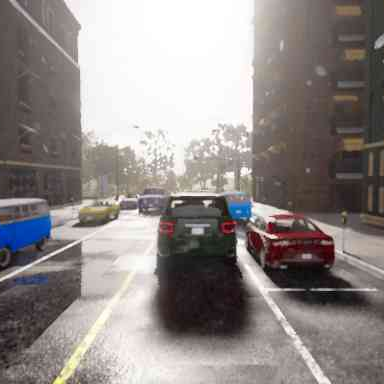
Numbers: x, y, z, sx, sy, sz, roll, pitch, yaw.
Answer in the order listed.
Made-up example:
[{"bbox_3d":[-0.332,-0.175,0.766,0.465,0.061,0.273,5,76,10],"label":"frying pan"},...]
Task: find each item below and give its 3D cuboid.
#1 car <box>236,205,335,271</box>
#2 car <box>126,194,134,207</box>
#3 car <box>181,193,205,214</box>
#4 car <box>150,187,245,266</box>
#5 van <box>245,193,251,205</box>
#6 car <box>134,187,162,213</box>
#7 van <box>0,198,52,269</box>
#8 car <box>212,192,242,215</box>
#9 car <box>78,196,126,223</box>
[{"bbox_3d":[2.679,1.320,9.993,1.887,1.381,4.507,-1,1,0],"label":"car"},{"bbox_3d":[-5.791,0.867,32.033,1.802,1.307,4.206,-1,1,0],"label":"car"},{"bbox_3d":[0.087,0.904,27.855,1.812,1.442,4.674,0,1,0],"label":"car"},{"bbox_3d":[0.091,0.981,10.772,2.150,2.045,5.566,0,1,-1],"label":"car"},{"bbox_3d":[2.678,0.872,21.035,1.690,1.788,3.998,-1,1,0],"label":"van"},{"bbox_3d":[-3.080,0.606,27.671,2.150,2.045,5.566,0,1,0],"label":"car"},{"bbox_3d":[-5.704,1.118,9.943,1.690,1.788,3.998,-1,1,0],"label":"van"},{"bbox_3d":[2.681,0.848,26.560,1.967,1.590,4.097,-1,1,0],"label":"car"},{"bbox_3d":[-5.698,1.061,20.823,1.752,1.417,4.829,-1,1,0],"label":"car"}]
